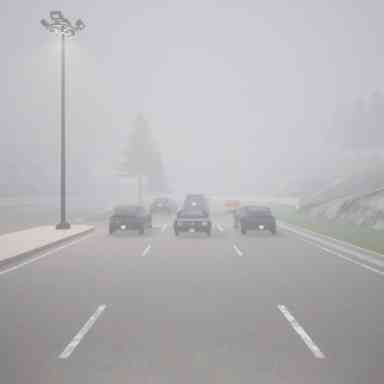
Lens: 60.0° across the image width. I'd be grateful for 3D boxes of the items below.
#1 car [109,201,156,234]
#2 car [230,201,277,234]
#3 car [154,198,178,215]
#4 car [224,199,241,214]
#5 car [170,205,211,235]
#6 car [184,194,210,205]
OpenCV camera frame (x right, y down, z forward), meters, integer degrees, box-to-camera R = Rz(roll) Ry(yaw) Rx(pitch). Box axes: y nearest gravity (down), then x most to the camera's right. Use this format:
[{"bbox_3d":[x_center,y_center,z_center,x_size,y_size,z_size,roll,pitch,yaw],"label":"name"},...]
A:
[{"bbox_3d":[-3.452,1.506,19.268,1.837,1.490,4.892,0,0,1],"label":"car"},{"bbox_3d":[3.548,1.506,19.266,1.837,1.490,4.892,0,0,1],"label":"car"},{"bbox_3d":[-2.775,1.351,34.058,2.097,1.767,4.553,0,0,8],"label":"car"},{"bbox_3d":[4.492,1.477,35.009,1.882,1.535,5.008,0,0,11],"label":"car"},{"bbox_3d":[0.040,1.601,18.629,1.895,1.301,4.718,0,0,1],"label":"car"},{"bbox_3d":[0.537,1.223,32.921,2.150,2.045,5.566,0,0,7],"label":"car"}]
